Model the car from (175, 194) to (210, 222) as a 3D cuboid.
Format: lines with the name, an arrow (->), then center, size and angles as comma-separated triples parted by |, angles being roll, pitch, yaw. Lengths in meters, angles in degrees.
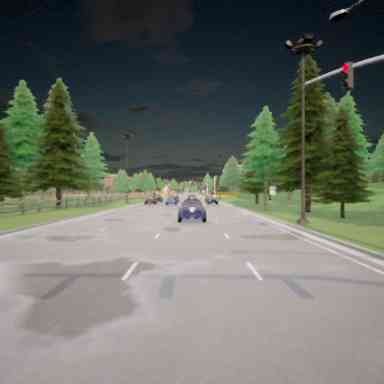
car -> 0.007, 1.304, 25.585 | 2.097, 1.767, 4.553 | 0, 0, 0

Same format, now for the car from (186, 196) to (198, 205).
car -> 0.015, 1.458, 56.612 | 1.994, 1.385, 4.181 | 0, 0, 0

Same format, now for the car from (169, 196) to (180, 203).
car -> -3.483, 1.442, 66.650 | 2.033, 1.411, 5.357 | 0, 0, 0

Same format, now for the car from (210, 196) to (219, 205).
car -> 3.515, 1.495, 56.675 | 1.895, 1.301, 4.718 | 0, 0, 0

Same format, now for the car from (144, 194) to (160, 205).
car -> -6.985, 1.420, 56.647 | 1.812, 1.442, 4.674 | 0, 0, 0

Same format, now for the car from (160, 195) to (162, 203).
car -> -6.983, 1.245, 66.620 | 2.097, 1.767, 4.553 | 0, 0, 0

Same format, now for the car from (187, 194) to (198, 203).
car -> 0.017, 1.244, 66.618 | 2.097, 1.767, 4.553 | 0, 0, 0

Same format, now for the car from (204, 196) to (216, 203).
car -> 3.517, 1.442, 66.648 | 2.033, 1.411, 5.357 | 0, 0, 0

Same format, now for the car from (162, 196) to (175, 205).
car -> -3.485, 1.443, 56.230 | 2.033, 1.411, 5.357 | 0, 0, 0
